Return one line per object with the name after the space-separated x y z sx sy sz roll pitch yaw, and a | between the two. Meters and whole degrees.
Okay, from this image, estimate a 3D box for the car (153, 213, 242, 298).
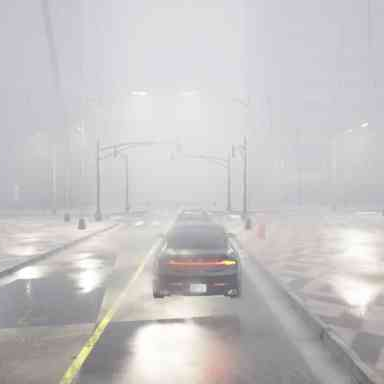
0.104 1.502 8.471 1.837 1.490 4.892 0 0 0 | car

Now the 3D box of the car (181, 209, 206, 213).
0.068 1.557 17.375 1.994 1.385 4.181 0 0 1 | car
